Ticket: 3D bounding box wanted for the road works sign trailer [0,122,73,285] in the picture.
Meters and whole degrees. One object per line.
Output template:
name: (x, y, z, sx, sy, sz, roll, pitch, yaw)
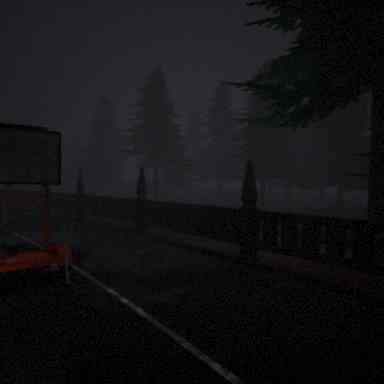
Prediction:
road works sign trailer: (-4.367, 0.213, 7.753, 2.380, 3.560, 2.880, 0, 2, -40)
